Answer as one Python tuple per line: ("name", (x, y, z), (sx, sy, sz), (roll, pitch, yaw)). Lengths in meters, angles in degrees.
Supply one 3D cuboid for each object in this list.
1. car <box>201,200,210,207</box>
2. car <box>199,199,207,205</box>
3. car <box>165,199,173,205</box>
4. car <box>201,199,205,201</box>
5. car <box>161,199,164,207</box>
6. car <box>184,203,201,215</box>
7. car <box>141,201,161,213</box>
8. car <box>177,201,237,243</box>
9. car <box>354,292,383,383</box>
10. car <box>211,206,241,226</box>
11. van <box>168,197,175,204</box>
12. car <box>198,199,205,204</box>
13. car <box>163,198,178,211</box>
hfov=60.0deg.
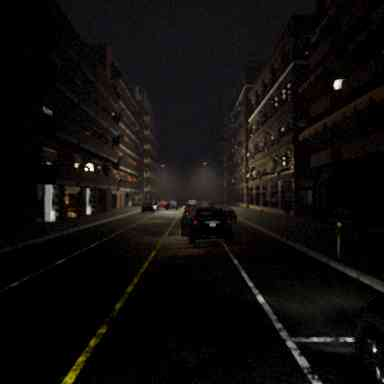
("car", (2.669, 2.361, 66.695), (1.802, 1.307, 4.206), (0, -1, 0))
("car", (2.663, 2.558, 83.603), (1.802, 1.307, 4.206), (0, -1, 0))
("car", (-5.717, 2.500, 83.434), (1.752, 1.417, 4.829), (0, -1, 0))
("car", (2.675, 2.111, 49.958), (1.752, 1.417, 4.829), (0, -1, 0))
("car", (-5.706, 2.134, 49.789), (2.008, 1.369, 4.403), (0, -1, 0))
("car", (0.084, 2.078, 40.664), (1.895, 1.301, 4.718), (0, -1, 0))
("car", (-5.704, 2.069, 44.152), (2.008, 1.369, 4.403), (0, -1, 0))
("car", (0.655, 1.558, 17.416), (2.097, 1.767, 4.553), (0, -1, -8))
("car", (3.112, 1.382, 2.398), (2.097, 1.767, 4.553), (0, -1, 0))
("car", (2.683, 1.872, 27.244), (2.008, 1.369, 4.403), (0, -1, 0))
("van", (-5.720, 2.448, 94.878), (1.690, 1.788, 3.998), (0, -1, 0))
("car", (2.659, 2.634, 95.045), (1.752, 1.417, 4.829), (0, -1, 0))
("car", (-3.088, 2.089, 50.940), (2.128, 1.511, 4.902), (0, -1, 0))
